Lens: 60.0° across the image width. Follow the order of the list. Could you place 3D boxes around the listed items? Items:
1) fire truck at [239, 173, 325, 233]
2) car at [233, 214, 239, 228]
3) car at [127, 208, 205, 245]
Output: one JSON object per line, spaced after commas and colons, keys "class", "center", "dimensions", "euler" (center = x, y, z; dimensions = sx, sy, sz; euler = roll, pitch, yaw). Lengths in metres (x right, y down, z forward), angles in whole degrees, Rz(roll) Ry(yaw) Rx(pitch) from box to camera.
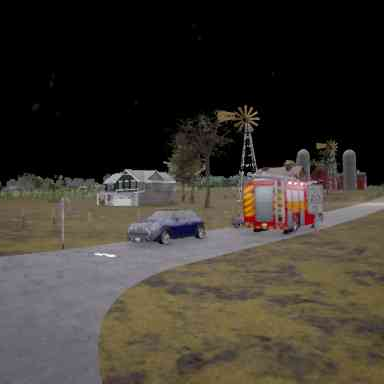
{"class": "fire truck", "center": [6.837, 0.787, 23.770], "dimensions": [2.891, 3.827, 8.468], "euler": [-2, -2, 36]}
{"class": "car", "center": [4.951, 2.020, 25.981], "dimensions": [1.837, 1.490, 4.892], "euler": [-2, -2, 36]}
{"class": "car", "center": [-1.250, 1.679, 17.437], "dimensions": [2.097, 1.767, 4.553], "euler": [-2, -2, 36]}
